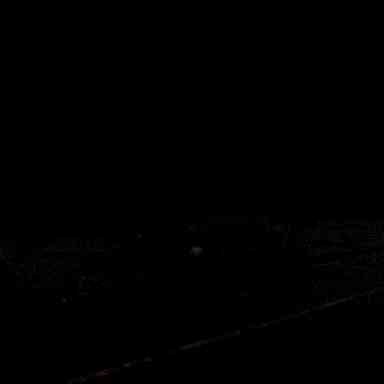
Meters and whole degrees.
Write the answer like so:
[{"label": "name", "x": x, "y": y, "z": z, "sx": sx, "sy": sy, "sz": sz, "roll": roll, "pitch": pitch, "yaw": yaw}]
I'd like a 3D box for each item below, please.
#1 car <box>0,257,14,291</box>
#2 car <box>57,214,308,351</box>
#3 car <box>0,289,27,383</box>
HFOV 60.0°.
[{"label": "car", "x": -4.524, "y": 1.326, "z": 3.316, "sx": 5.009, "sy": 1.841, "sz": 2.192, "roll": 1, "pitch": -1, "yaw": -34}, {"label": "car", "x": 0.136, "y": 1.392, "z": 6.493, "sx": 5.009, "sy": 1.841, "sz": 2.192, "roll": 1, "pitch": -1, "yaw": -34}, {"label": "car", "x": -3.117, "y": 1.595, "z": 1.168, "sx": 4.718, "sy": 1.301, "sz": 1.895, "roll": 1, "pitch": -1, "yaw": -34}]
